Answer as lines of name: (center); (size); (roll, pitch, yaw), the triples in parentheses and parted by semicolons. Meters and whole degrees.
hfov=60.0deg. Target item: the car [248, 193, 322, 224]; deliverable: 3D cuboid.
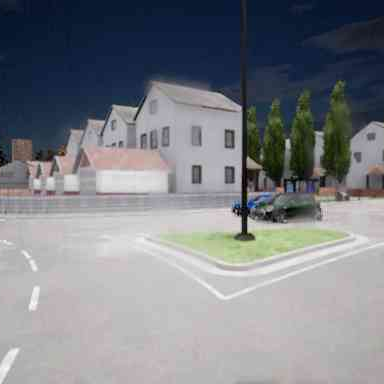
car: (5.757, 0.903, 20.450); (4.553, 1.767, 2.097); (-1, 1, -26)

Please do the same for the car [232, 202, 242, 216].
car: (5.204, 0.961, 24.018); (5.008, 1.535, 1.882); (-1, 2, -28)
